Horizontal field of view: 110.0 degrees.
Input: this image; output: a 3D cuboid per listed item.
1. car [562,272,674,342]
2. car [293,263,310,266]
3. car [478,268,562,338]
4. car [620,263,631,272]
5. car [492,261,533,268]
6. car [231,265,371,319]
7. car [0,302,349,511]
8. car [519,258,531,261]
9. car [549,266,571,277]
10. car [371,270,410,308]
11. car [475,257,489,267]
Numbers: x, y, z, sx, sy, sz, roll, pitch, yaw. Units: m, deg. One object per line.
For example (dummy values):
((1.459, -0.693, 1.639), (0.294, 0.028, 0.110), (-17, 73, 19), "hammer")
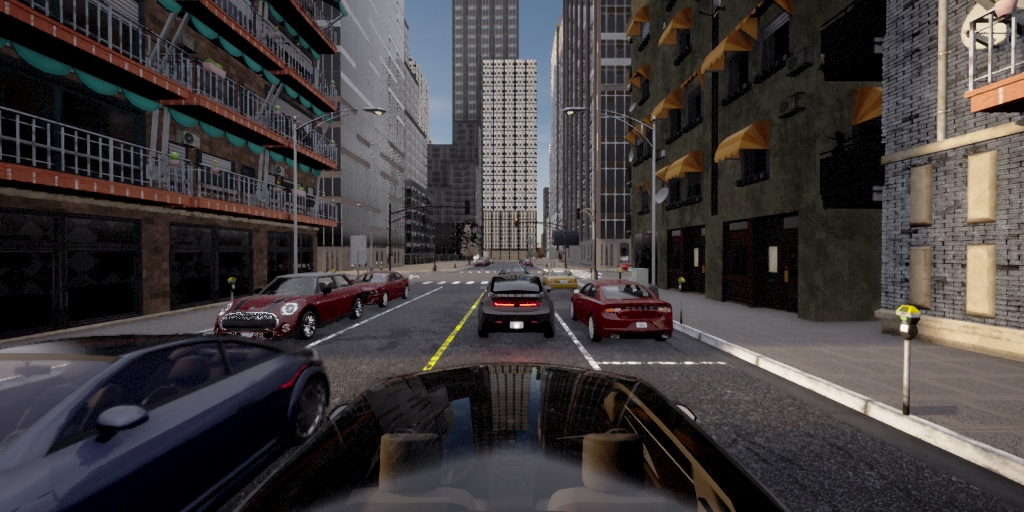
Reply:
((2.695, 1.294, 9.661), (1.888, 1.381, 4.507), (0, 0, 0), "car")
((-23.806, 1.493, 39.550), (4.097, 1.591, 1.967), (0, 0, 0), "car")
((0.106, 1.253, 10.212), (1.837, 1.490, 4.892), (0, 0, 0), "car")
((14.291, 1.005, 39.842), (4.507, 1.381, 1.888), (0, 0, 0), "car")
((0.113, 1.239, 20.346), (2.128, 1.511, 4.902), (0, 0, 0), "car")
((-5.686, 1.188, 9.682), (1.967, 1.591, 4.097), (0, 0, 0), "car")
((-3.097, 1.314, 2.457), (1.994, 1.385, 4.181), (0, 0, 0), "car")
((2.736, 1.185, 64.234), (1.967, 1.591, 4.097), (0, 0, 0), "car")
((2.703, 1.272, 20.878), (1.751, 1.417, 4.829), (0, 0, 0), "car")
((-5.682, 1.293, 15.205), (1.888, 1.381, 4.507), (0, 0, 0), "car")
((-5.644, 1.291, 64.242), (1.888, 1.381, 4.507), (0, 0, 0), "car")
